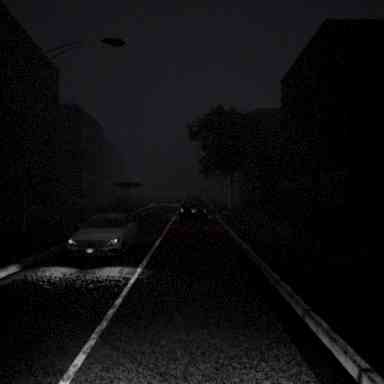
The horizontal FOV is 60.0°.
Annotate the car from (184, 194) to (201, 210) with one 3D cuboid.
[{"bbox_3d":[0.085,1.191,42.079,2.097,1.767,4.553,0,1,0],"label":"car"}]

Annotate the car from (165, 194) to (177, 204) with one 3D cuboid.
[{"bbox_3d":[-3.366,1.149,54.917,1.882,1.535,5.008,0,1,0],"label":"car"}]

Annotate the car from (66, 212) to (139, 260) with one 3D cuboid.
[{"bbox_3d":[-3.132,1.524,12.508,1.812,1.442,4.674,0,0,0],"label":"car"}]

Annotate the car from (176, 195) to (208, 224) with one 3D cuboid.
[{"bbox_3d":[0.099,1.331,24.928,2.097,1.767,4.553,0,0,0],"label":"car"}]
